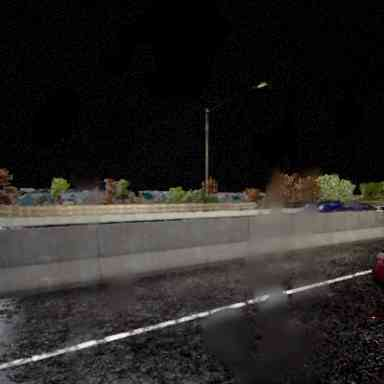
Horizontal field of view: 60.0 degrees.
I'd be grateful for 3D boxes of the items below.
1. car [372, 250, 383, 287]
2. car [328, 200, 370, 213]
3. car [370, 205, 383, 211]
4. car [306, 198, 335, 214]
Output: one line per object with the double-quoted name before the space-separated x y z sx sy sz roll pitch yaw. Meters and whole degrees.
"car" 6.296 1.621 8.182 4.181 1.385 1.994 0 0 -35
"car" 15.875 1.748 32.115 5.357 1.411 2.033 1 0 -34
"car" 18.128 1.709 29.410 4.892 1.490 1.837 1 0 -34
"car" 14.106 1.554 35.136 4.553 1.767 2.097 1 0 -34
